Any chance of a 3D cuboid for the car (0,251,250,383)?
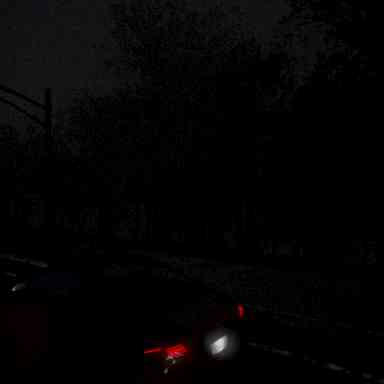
[{"bbox_3d":[-1.339,1.563,4.636,4.181,1.385,1.994,0,0,35],"label":"car"}]
